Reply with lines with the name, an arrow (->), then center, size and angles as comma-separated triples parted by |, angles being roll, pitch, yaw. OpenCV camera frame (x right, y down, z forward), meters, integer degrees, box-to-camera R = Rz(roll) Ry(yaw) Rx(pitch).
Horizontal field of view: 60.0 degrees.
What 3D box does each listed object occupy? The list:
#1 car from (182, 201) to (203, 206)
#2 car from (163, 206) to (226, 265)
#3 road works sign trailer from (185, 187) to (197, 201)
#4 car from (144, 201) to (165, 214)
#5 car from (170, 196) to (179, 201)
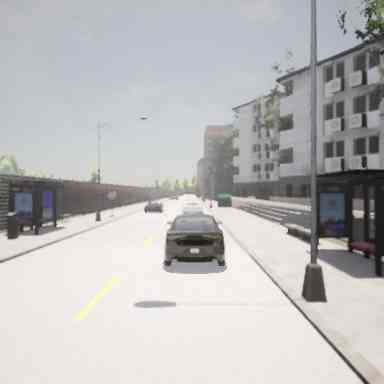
car -> 0.074, 1.550, 30.624 | 1.812, 1.442, 4.674 | 0, 0, 0
car -> 0.084, 1.487, 11.802 | 1.882, 1.535, 5.008 | 0, 0, 0
road works sign trailer -> -0.025, 0.528, 81.935 | 2.380, 3.560, 2.880 | 0, 0, 0
car -> -4.109, 1.629, 36.504 | 1.895, 1.301, 4.718 | 0, 0, 0
car -> -4.024, 1.480, 77.828 | 1.895, 1.301, 4.718 | 0, 0, 0
